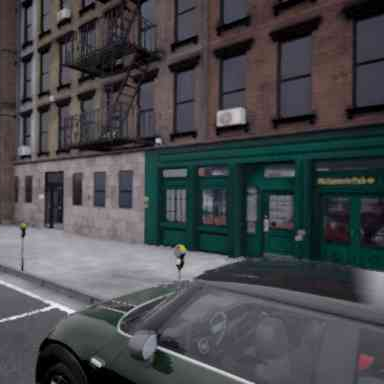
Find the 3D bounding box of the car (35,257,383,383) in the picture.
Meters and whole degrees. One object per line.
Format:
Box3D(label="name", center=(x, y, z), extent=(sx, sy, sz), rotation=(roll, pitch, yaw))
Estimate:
Box3D(label="car", center=(0.604, 1.377, 2.793), extent=(4.553, 1.767, 2.097), rotation=(0, 0, 39))
